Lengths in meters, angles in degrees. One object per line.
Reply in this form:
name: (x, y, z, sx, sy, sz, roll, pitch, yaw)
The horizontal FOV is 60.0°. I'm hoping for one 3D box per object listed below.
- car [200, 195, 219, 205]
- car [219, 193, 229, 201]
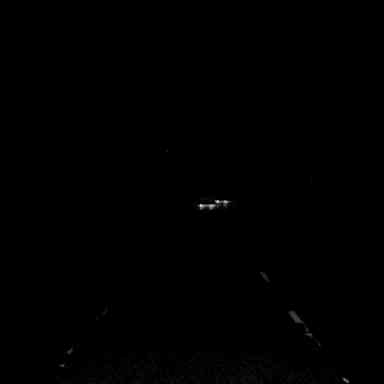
car: (2.594, 1.202, 54.100, 1.882, 1.535, 5.008, 0, 1, 13)
car: (6.441, 1.013, 69.068, 1.837, 1.490, 4.892, 0, 1, 16)
